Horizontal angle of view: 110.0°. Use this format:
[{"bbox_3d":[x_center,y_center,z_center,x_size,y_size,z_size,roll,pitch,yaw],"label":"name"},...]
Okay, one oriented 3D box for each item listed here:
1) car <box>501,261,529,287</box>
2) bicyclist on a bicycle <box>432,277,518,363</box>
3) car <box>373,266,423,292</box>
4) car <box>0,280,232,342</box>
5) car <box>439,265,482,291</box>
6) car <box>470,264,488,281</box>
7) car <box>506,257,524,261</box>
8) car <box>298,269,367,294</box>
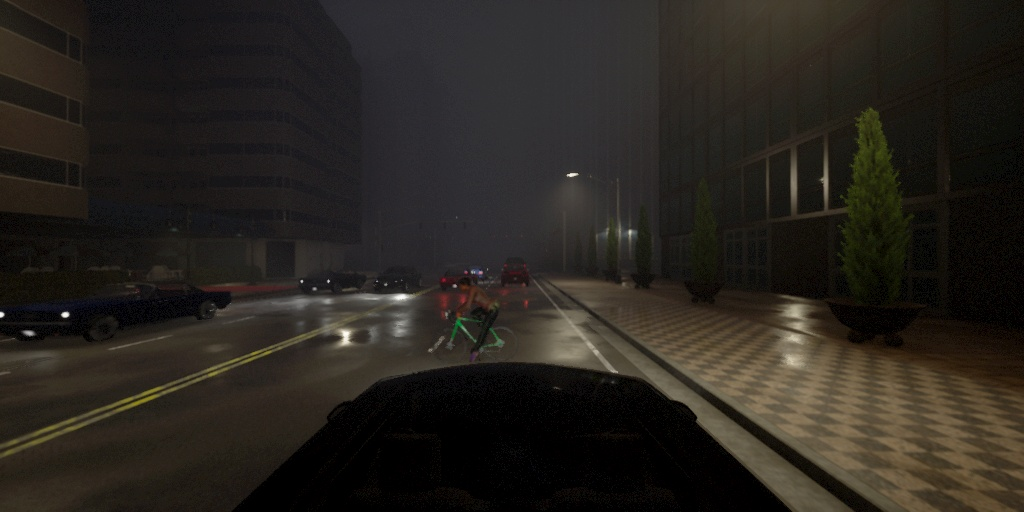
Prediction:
[{"bbox_3d":[0.236,1.343,25.860,1.882,1.535,5.008,0,0,0],"label":"car"},{"bbox_3d":[-0.715,1.225,6.807,1.656,1.620,0.582,-2,0,0],"label":"bicyclist on a bicycle"},{"bbox_3d":[-6.913,1.355,22.174,1.837,1.490,4.892,0,-1,1],"label":"car"},{"bbox_3d":[-10.561,1.390,10.053,1.895,1.301,4.718,0,0,0],"label":"car"},{"bbox_3d":[-3.283,1.453,22.970,1.895,1.301,4.718,0,0,1],"label":"car"},{"bbox_3d":[-3.224,1.445,32.562,2.033,1.411,5.357,0,0,0],"label":"car"},{"bbox_3d":[0.296,1.135,35.858,2.150,2.045,5.566,0,0,0],"label":"car"},{"bbox_3d":[-10.484,1.444,21.281,1.895,1.301,4.718,0,0,1],"label":"car"}]
